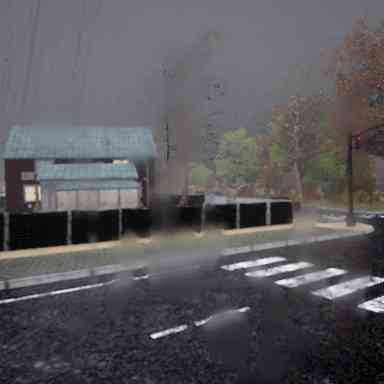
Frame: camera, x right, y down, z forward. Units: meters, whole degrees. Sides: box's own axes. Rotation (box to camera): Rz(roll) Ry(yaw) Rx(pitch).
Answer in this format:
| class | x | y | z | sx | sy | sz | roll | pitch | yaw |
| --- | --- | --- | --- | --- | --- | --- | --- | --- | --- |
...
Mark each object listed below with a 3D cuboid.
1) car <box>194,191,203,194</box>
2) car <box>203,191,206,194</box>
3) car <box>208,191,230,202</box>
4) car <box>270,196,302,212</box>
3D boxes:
| class | x | y | z | sx | sy | sz | roll | pitch | yaw |
| --- | --- | --- | --- | --- | --- | --- | --- | --- | --- |
| car | 1.711 | 0.518 | 73.172 | 1.837 | 1.490 | 4.892 | -2 | 1 | -15 |
| car | 4.270 | 0.640 | 63.471 | 2.097 | 1.767 | 4.553 | -2 | 1 | -15 |
| car | 4.238 | 1.034 | 52.604 | 2.033 | 1.411 | 5.357 | -2 | 1 | -14 |
| car | 9.176 | 1.166 | 33.742 | 1.882 | 1.535 | 5.008 | -2 | 1 | -15 |
